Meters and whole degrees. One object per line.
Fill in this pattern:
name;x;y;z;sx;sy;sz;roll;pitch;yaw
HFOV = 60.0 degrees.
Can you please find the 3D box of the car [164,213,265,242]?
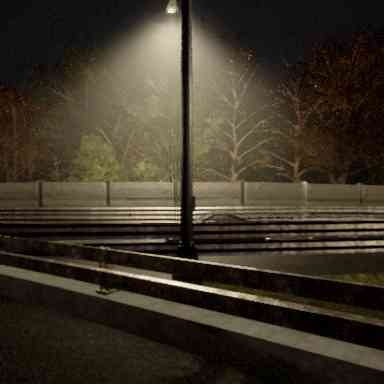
car;0.907;1.583;13.942;4.181;1.385;1.994;-1;0;-6
